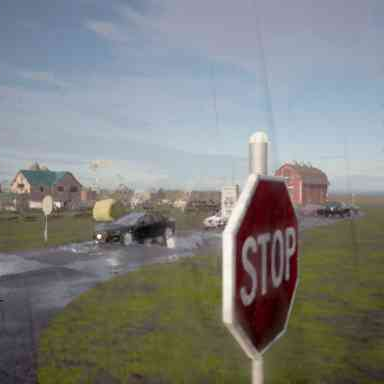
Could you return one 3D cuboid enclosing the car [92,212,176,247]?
[{"bbox_3d":[-2.869,1.825,17.454,1.882,1.535,5.008,0,-1,35],"label":"car"}]

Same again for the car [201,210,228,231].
[{"bbox_3d":[2.587,2.034,25.029,1.812,1.442,4.674,0,-1,36],"label":"car"}]

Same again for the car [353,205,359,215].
[{"bbox_3d":[23.853,2.619,50.064,1.837,1.490,4.892,0,-1,28],"label":"car"}]

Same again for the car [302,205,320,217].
[{"bbox_3d":[15.393,2.380,42.576,1.882,1.535,5.008,0,-1,36],"label":"car"}]

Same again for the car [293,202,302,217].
[{"bbox_3d":[8.823,1.919,33.601,2.150,2.045,5.566,0,-1,36],"label":"car"}]

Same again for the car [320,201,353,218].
[{"bbox_3d":[17.980,2.140,41.208,2.150,2.045,5.566,0,-1,36],"label":"car"}]
